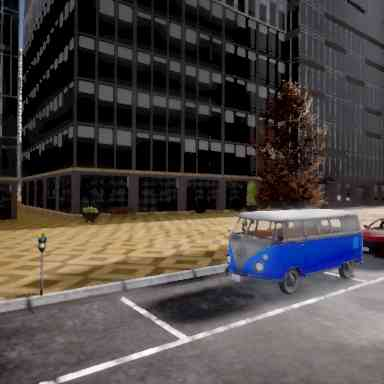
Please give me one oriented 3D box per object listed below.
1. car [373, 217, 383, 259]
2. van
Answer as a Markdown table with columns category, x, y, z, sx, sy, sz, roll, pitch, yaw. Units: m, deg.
| category | x | y | z | sx | sy | sz | roll | pitch | yaw |
| --- | --- | --- | --- | --- | --- | --- | --- | --- | --- |
| car | 7.266 | 1.544 | 11.734 | 4.507 | 1.381 | 1.887 | 0 | 1 | -35 |
| van | 2.670 | 1.341 | 8.453 | 3.998 | 1.788 | 1.690 | 0 | 1 | -35 |
